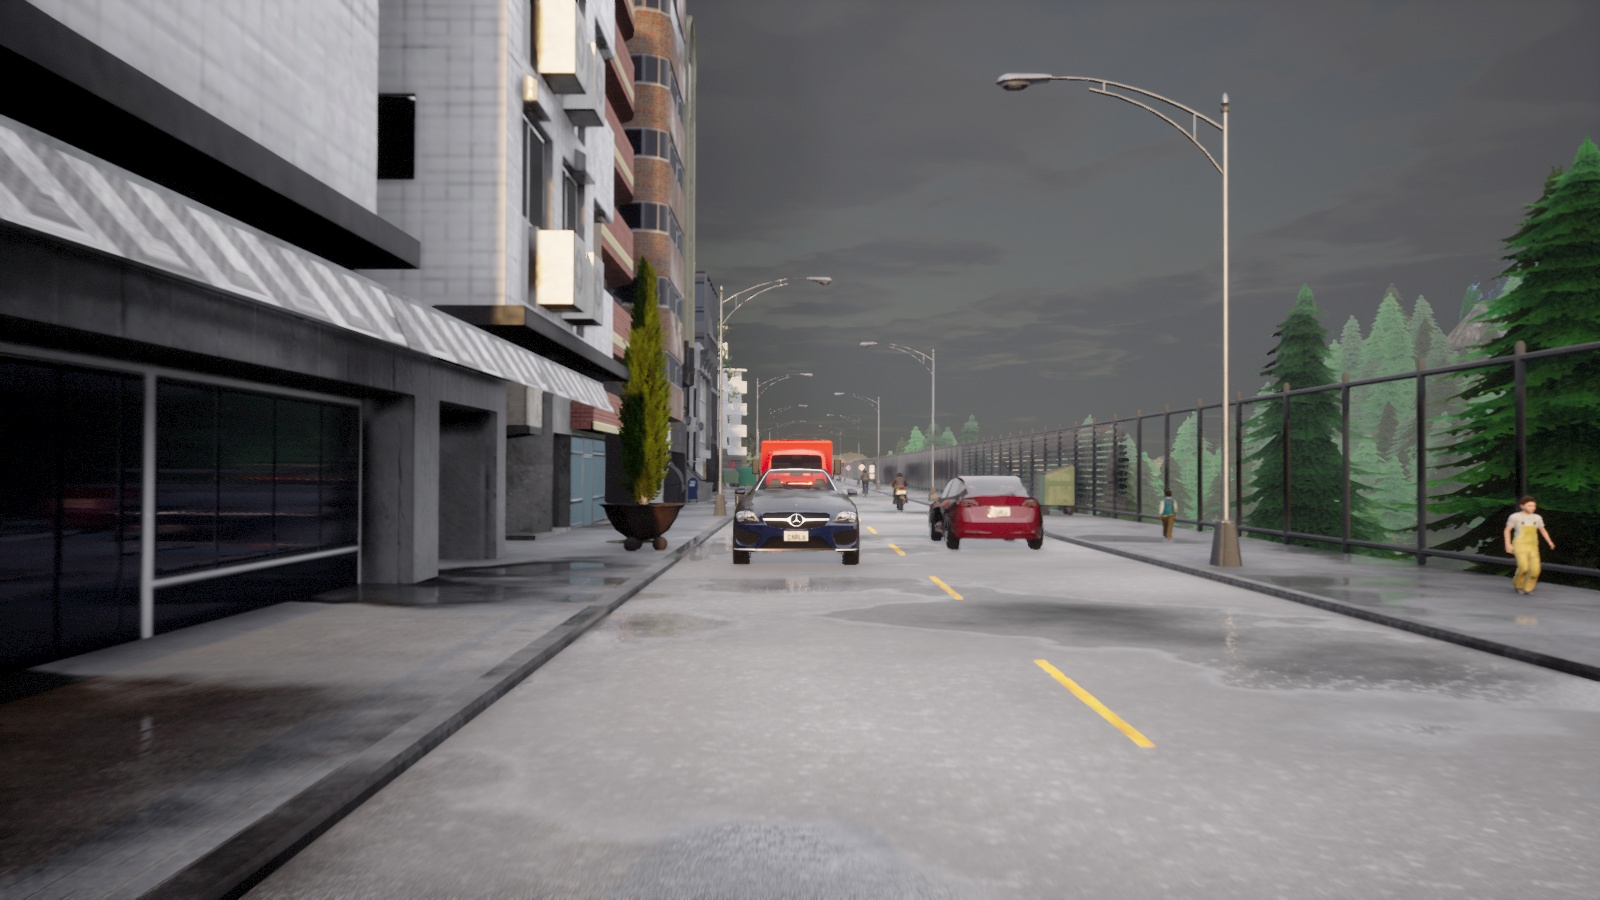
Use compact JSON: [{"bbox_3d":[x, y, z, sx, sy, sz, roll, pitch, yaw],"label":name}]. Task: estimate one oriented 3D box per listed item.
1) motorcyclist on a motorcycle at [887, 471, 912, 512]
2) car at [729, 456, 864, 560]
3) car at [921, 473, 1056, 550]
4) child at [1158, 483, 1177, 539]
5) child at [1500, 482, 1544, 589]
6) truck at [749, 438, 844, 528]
[{"bbox_3d":[3.874,1.599,48.824,0.797,1.523,2.044,0,-1,0],"label":"motorcyclist on a motorcycle"},{"bbox_3d":[-0.059,0.973,22.664,2.152,1.651,5.027,0,-1,0],"label":"car"},{"bbox_3d":[3.929,1.251,27.006,2.163,1.488,4.792,0,-1,0],"label":"car"},{"bbox_3d":[8.070,1.334,27.570,0.343,1.192,0.448,0,-1,12],"label":"child"},{"bbox_3d":[8.740,1.024,15.211,0.270,1.263,0.437,0,-1,0],"label":"child"},{"bbox_3d":[-0.097,0.952,37.283,2.627,2.467,5.204,0,-1,0],"label":"truck"}]
